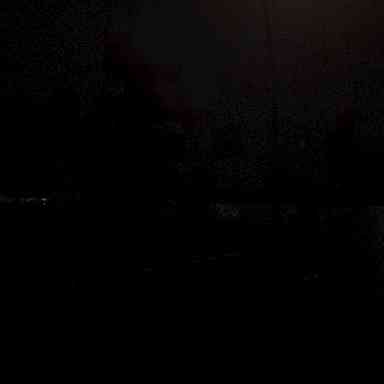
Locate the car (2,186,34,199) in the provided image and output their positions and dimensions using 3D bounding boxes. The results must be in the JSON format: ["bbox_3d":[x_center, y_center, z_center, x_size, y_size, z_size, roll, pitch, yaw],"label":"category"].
[{"bbox_3d":[-25.848,0.253,49.317,4.181,1.385,1.994,3,4,37],"label":"car"}]

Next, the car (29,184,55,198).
[{"bbox_3d":[-23.695,-0.140,52.063,5.566,2.045,2.150,3,4,37],"label":"car"}]

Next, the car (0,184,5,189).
[{"bbox_3d":[-42.341,-1.120,71.636,4.892,1.490,1.837,2,2,17],"label":"car"}]
